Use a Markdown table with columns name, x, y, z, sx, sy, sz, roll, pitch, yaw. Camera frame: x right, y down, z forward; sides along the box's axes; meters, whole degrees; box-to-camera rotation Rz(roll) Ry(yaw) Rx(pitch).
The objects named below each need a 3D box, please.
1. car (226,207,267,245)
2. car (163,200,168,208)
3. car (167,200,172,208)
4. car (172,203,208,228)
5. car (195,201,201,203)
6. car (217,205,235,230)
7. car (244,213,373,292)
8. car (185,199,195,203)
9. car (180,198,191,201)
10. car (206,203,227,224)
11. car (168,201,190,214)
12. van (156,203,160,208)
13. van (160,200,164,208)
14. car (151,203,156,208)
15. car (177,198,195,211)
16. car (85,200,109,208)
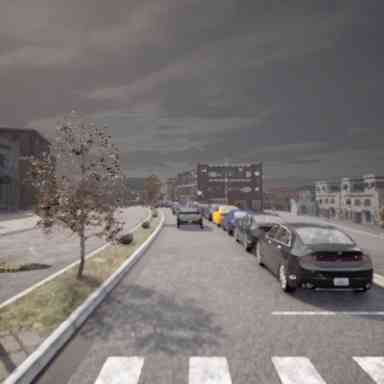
| name | x | y | z | sx | sy | sz | roll | pitch | yaw |
| --- | --- | --- | --- | --- | --- | --- | --- | --- | --- |
| car | 3.019 | 1.637 | 14.650 | 2.231 | 1.521 | 4.892 | 0 | -1 | 0 |
| car | -4.576 | 2.986 | 75.145 | 2.002 | 1.452 | 4.674 | 0 | -2 | -13 |
| car | -3.318 | 2.788 | 69.750 | 2.002 | 1.452 | 4.674 | 0 | -2 | -12 |
| car | -0.238 | 1.809 | 24.794 | 2.128 | 1.511 | 4.902 | 0 | -1 | -3 |
| car | 1.881 | 2.024 | 36.959 | 2.163 | 1.488 | 4.792 | 0 | -1 | -5 |
| car | 2.919 | 1.761 | 20.196 | 2.002 | 1.452 | 4.674 | 0 | -1 | -1 |
| car | 3.015 | 1.570 | 9.130 | 2.231 | 1.521 | 4.892 | 0 | -1 | 0 |
| car | 0.634 | 2.175 | 47.828 | 2.231 | 1.521 | 4.892 | 0 | -1 | -7 |
| car | -0.194 | 2.160 | 53.404 | 2.185 | 1.767 | 4.553 | 0 | -1 | -9 |
| car | 2.364 | 1.776 | 31.255 | 2.185 | 1.767 | 4.553 | 0 | -1 | -3 |
| car | -1.665 | 2.203 | 42.294 | 1.895 | 1.301 | 4.718 | 0 | -1 | -7 |
| van | -7.418 | 3.188 | 85.988 | 1.878 | 1.987 | 4.442 | 0 | -3 | -15 |
| van | -5.946 | 2.946 | 80.654 | 1.878 | 1.987 | 4.442 | 0 | -2 | -14 |
| car | -8.962 | 3.696 | 91.208 | 2.163 | 1.488 | 4.792 | 0 | -3 | -16 |
| car | -1.120 | 2.168 | 58.939 | 2.435 | 2.045 | 5.566 | 0 | -1 | -10 |
| car | -21.911 | 2.864 | 76.499 | 5.566 | 2.045 | 2.435 | 0 | -2 | -15 |
